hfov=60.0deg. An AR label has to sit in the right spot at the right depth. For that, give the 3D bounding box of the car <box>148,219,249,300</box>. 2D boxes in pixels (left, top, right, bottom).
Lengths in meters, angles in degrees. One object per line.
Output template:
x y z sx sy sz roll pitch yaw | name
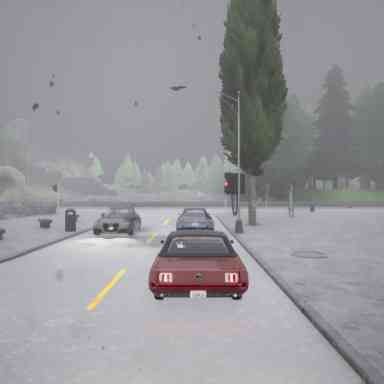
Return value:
0.127 1.600 8.351 1.895 1.301 4.718 0 0 0 | car

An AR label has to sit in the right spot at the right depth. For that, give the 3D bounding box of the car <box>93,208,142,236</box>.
-3.940 1.563 18.151 1.994 1.385 4.181 0 0 0 | car

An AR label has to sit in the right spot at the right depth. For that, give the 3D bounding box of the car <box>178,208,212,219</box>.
0.162 1.563 18.390 1.994 1.385 4.181 0 0 0 | car
